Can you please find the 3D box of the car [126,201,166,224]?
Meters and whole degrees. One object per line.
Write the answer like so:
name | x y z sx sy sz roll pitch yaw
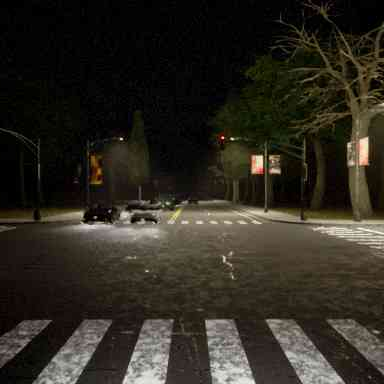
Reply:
car | -3.298 1.601 24.539 1.895 1.301 4.718 0 -1 0

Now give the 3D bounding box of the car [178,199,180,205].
car | -3.182 1.736 60.954 1.994 1.385 4.181 0 -1 1

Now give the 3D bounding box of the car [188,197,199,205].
car | 0.227 1.673 62.258 2.128 1.511 4.902 0 0 0

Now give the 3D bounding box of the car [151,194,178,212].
car | -3.269 1.260 40.632 2.150 2.045 5.566 0 0 0

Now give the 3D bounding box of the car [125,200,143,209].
car | -6.524 1.636 39.034 1.895 1.301 4.718 0 0 0

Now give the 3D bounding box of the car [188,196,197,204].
car | 0.197 1.740 72.625 1.882 1.535 5.008 0 0 0

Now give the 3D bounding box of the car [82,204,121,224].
car | -6.550 1.565 24.528 1.994 1.385 4.181 0 -1 0
